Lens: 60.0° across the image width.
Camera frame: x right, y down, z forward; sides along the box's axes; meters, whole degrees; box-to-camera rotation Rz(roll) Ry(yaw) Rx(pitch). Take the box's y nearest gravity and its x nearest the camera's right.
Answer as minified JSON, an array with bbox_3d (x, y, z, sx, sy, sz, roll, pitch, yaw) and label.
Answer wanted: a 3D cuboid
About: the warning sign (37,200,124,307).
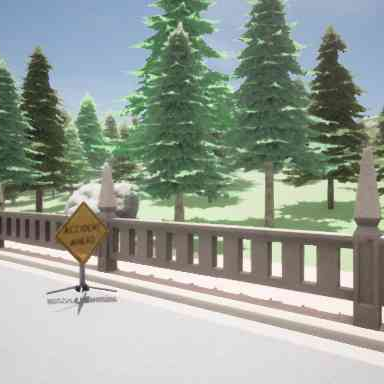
[{"bbox_3d":[-2.226,1.114,6.747,1.060,1.860,1.300,0,0,36],"label":"warning sign"}]
